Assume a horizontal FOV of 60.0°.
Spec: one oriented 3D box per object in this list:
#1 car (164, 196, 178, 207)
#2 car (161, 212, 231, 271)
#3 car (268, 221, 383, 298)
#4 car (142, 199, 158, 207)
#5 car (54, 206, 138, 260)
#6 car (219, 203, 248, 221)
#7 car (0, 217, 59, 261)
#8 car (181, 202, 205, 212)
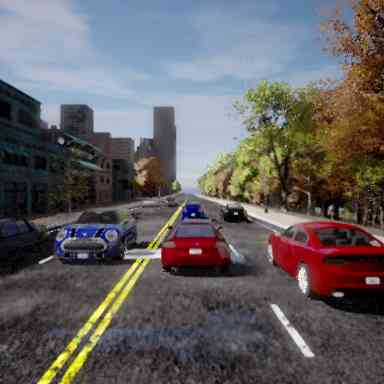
[{"bbox_3d":[-3.329,1.464,53.788,2.097,1.767,4.553,0,0,0],"label":"car"},{"bbox_3d":[0.097,1.587,11.021,1.994,1.385,4.181,0,0,0],"label":"car"},{"bbox_3d":[3.336,1.496,8.628,1.882,1.535,5.008,0,0,0],"label":"car"},{"bbox_3d":[-6.581,1.709,52.275,1.895,1.301,4.718,0,0,0],"label":"car"},{"bbox_3d":[-3.354,1.378,12.466,2.097,1.767,4.553,0,0,0],"label":"car"},{"bbox_3d":[3.343,1.621,27.388,1.994,1.385,4.181,0,0,0],"label":"car"},{"bbox_3d":[-6.605,1.571,11.028,2.033,1.411,5.357,0,0,0],"label":"car"},{"bbox_3d":[0.093,1.584,27.865,1.812,1.442,4.674,0,0,0],"label":"car"}]
